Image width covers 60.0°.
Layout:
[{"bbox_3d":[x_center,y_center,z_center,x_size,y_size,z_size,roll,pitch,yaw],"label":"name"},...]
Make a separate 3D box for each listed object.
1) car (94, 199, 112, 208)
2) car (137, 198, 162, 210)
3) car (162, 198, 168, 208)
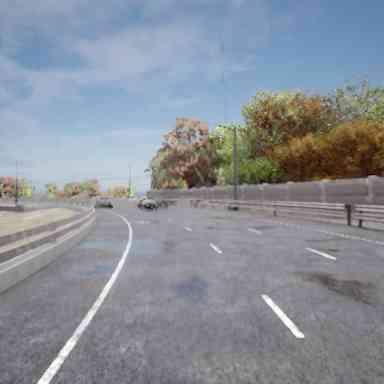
[{"bbox_3d":[-14.266,1.829,53.109,1.994,1.385,4.181,-1,0,-30],"label":"car"},{"bbox_3d":[-6.094,1.756,44.987,1.895,1.301,4.718,-1,0,-24],"label":"car"},{"bbox_3d":[-5.266,1.662,51.202,1.837,1.490,4.892,0,0,-27],"label":"car"}]
